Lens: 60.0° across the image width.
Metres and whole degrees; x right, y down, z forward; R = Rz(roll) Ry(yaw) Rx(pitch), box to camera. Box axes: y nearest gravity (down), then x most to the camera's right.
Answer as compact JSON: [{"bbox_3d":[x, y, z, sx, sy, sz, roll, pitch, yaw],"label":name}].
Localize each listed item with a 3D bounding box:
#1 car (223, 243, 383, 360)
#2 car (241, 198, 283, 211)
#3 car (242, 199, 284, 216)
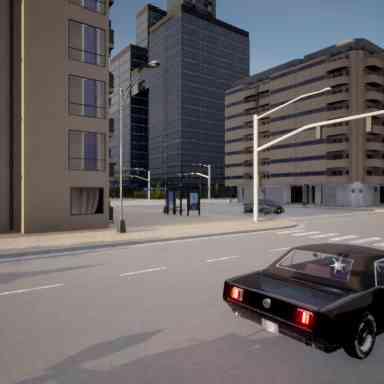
[{"bbox_3d":[2.892,1.601,5.985,4.718,1.301,1.895,0,0,-36],"label":"car"},{"bbox_3d":[9.008,1.603,43.383,2.033,1.411,5.357,0,0,-38],"label":"car"},{"bbox_3d":[7.262,1.619,33.848,1.994,1.385,4.181,0,0,-38],"label":"car"}]
